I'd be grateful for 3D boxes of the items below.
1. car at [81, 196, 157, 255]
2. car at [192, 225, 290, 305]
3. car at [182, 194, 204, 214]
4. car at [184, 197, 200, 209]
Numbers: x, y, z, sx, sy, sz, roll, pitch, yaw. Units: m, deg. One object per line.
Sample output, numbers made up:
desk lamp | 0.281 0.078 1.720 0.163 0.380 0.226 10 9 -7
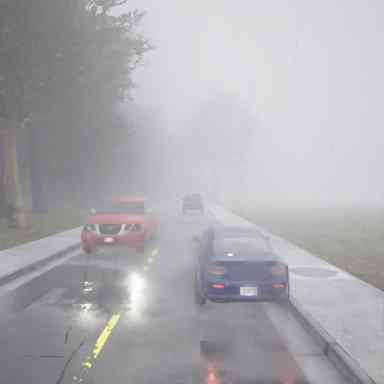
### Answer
car | -2.733 1.222 13.718 2.150 2.045 5.566 0 0 0
car | 0.973 1.526 7.978 1.812 1.442 4.674 0 0 0
car | 0.116 1.222 35.902 2.150 2.045 5.566 0 0 0
car | 0.087 1.493 46.478 2.128 1.511 4.902 0 0 1
